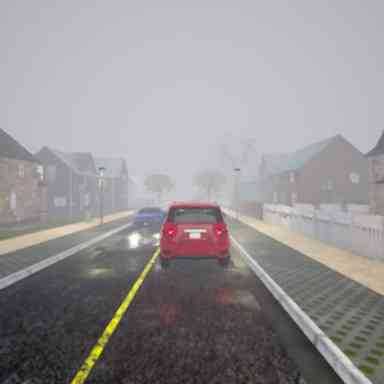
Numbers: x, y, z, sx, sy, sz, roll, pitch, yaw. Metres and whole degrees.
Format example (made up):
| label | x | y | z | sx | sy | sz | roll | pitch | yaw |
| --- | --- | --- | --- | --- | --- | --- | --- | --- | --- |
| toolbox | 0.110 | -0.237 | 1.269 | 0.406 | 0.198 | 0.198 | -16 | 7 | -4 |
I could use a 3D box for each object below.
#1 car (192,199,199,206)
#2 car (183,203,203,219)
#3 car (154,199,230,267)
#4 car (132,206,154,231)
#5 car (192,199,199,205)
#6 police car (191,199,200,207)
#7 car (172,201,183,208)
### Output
| label | x | y | z | sx | sy | sz | roll | pitch | yaw |
| --- | --- | --- | --- | --- | --- | --- | --- | --- | --- |
| car | 0.829 | 2.612 | 82.688 | 1.837 | 1.490 | 4.892 | 0 | -1 | 0 |
| car | 0.101 | 1.952 | 35.268 | 2.033 | 1.411 | 5.357 | 0 | -1 | 0 |
| car | 0.093 | 1.349 | 12.074 | 2.150 | 2.045 | 5.566 | 0 | 0 | 0 |
| car | -2.848 | 1.728 | 22.963 | 1.882 | 1.535 | 5.008 | 0 | -1 | 0 |
| car | 0.829 | 2.713 | 88.688 | 1.837 | 1.490 | 4.892 | 0 | -1 | 0 |
| police car | 0.828 | 2.371 | 72.799 | 1.930 | 1.638 | 5.238 | 0 | -1 | 0 |
| car | -2.762 | 2.408 | 63.878 | 1.895 | 1.301 | 4.718 | 0 | -1 | 0 |
